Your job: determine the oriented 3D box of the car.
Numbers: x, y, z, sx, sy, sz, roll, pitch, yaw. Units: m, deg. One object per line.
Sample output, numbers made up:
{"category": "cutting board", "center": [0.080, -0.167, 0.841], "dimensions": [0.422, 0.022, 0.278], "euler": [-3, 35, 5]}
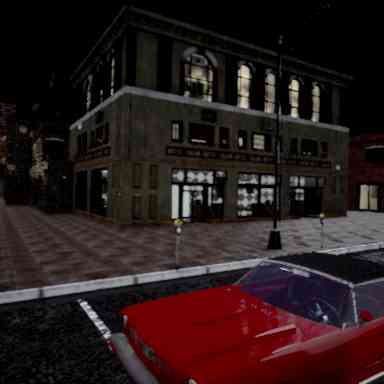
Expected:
{"category": "car", "center": [1.462, 1.557, 4.224], "dimensions": [4.718, 1.301, 1.895], "euler": [0, 1, -31]}
